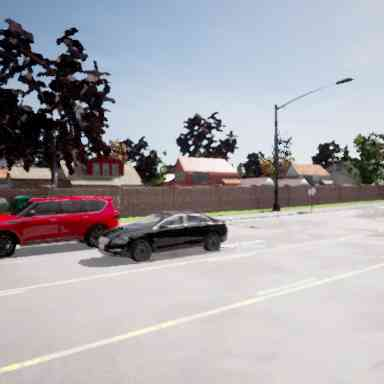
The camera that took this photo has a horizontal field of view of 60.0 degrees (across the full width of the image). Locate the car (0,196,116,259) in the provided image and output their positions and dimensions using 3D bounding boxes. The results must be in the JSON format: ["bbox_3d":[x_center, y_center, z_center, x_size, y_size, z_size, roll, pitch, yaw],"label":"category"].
[{"bbox_3d":[-5.522,1.201,12.948,5.566,2.045,2.150,0,0,-35],"label":"car"}]

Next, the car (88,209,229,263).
[{"bbox_3d":[-0.865,1.451,11.969,4.902,1.511,2.128,0,0,-35],"label":"car"}]
